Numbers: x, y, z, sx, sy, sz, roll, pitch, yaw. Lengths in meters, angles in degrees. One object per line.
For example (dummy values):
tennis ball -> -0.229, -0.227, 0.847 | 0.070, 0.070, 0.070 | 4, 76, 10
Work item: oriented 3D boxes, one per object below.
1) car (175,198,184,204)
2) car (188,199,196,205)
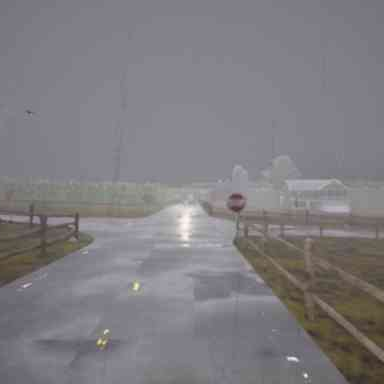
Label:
car -> -2.758, 2.005, 75.827 | 2.033, 1.411, 5.357 | 0, -1, 0
car -> -0.009, 2.460, 82.050 | 2.033, 1.411, 5.357 | 0, -1, 0
